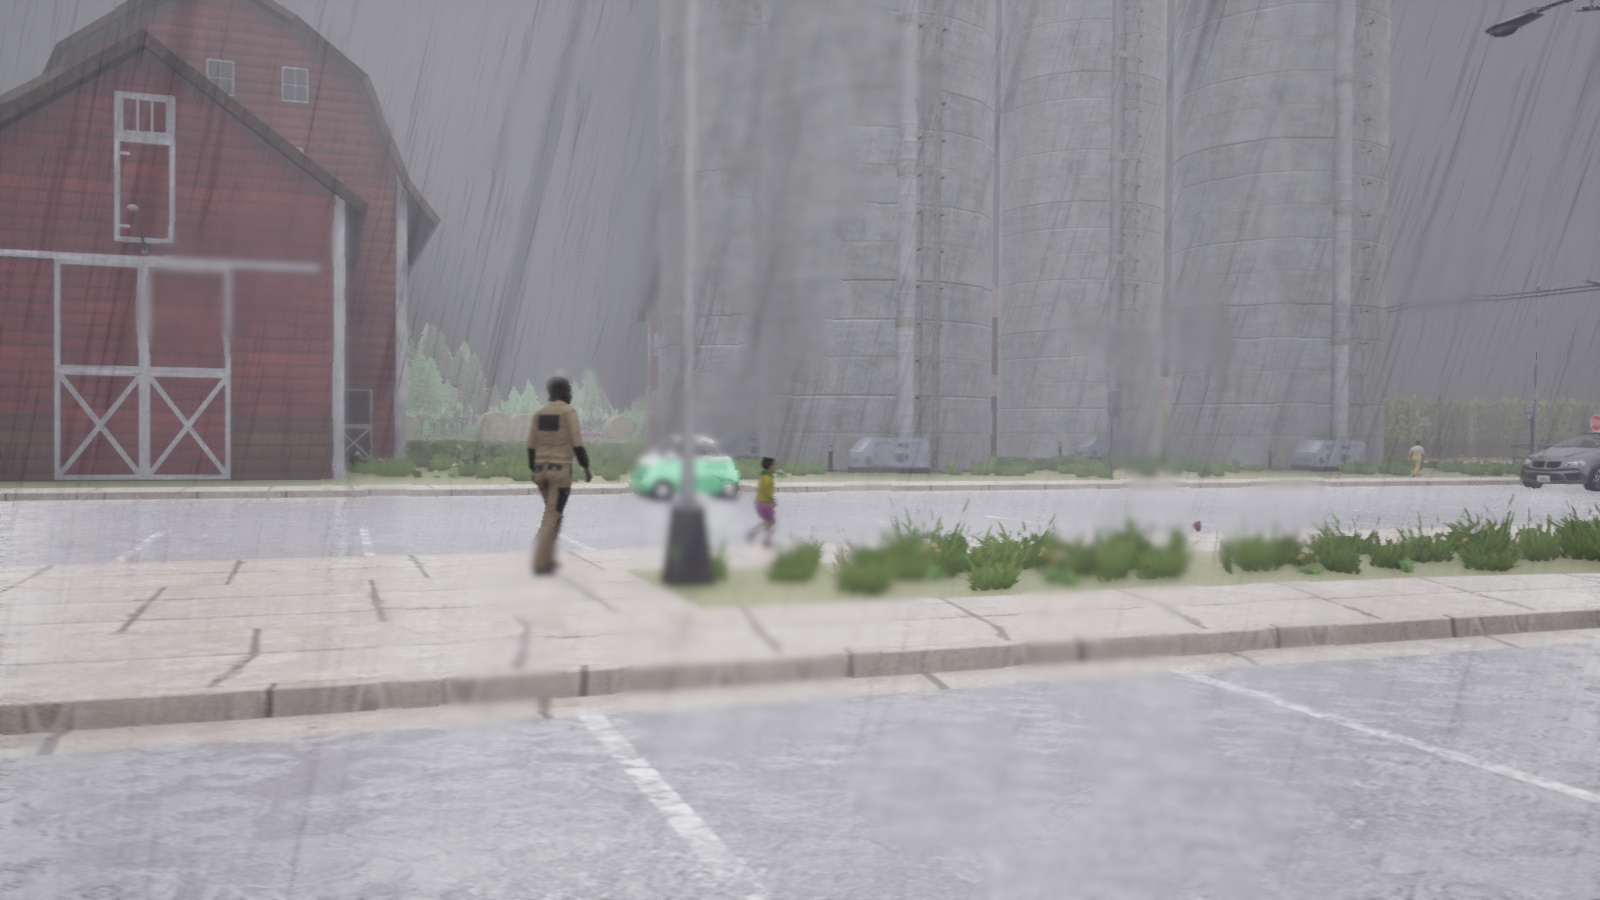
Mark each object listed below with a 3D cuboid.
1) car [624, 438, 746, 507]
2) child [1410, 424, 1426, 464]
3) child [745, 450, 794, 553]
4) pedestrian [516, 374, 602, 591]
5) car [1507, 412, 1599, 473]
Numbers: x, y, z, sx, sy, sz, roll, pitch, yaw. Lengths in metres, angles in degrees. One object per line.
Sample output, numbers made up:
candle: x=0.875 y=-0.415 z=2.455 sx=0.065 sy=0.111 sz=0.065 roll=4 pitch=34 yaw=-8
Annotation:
car: x=-2.430 y=0.436 z=26.408 sx=2.207 sy=1.376 sz=1.481 roll=-1 pitch=1 yaw=-21
child: x=19.985 y=-0.202 z=40.621 sx=0.437 sy=1.263 sz=0.270 roll=-1 pitch=1 yaw=-31
child: x=-0.355 y=0.590 z=14.589 sx=0.473 sy=1.160 sz=0.299 roll=-1 pitch=1 yaw=-22
pedestrian: x=-2.218 y=0.284 z=11.579 sx=0.396 sy=1.930 sz=0.692 roll=0 pitch=1 yaw=29
car: x=23.170 y=-0.261 z=36.413 sx=4.611 sy=1.667 sz=2.242 roll=-1 pitch=1 yaw=-22
